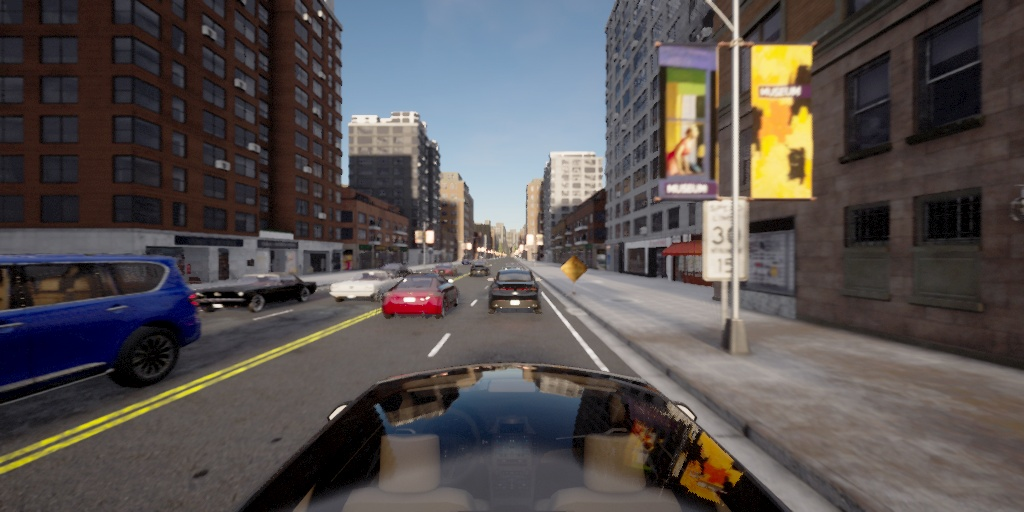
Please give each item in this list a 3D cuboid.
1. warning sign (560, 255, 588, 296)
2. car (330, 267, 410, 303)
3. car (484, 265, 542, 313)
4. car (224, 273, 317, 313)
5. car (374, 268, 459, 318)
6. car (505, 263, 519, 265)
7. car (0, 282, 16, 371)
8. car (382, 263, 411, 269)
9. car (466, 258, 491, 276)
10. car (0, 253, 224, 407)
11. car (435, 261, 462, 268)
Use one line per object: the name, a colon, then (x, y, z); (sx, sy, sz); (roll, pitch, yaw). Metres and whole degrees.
warning sign: (2.851, 0.873, 16.519); (1.300, 1.860, 1.060); (0, 0, 0)
car: (-6.597, 1.359, 16.934); (1.895, 1.301, 4.718); (0, 0, 0)
car: (0.101, 1.261, 14.006); (1.837, 1.490, 4.892); (0, 0, 0)
car: (-9.844, 1.357, 14.191); (1.895, 1.301, 4.718); (0, 0, 0)
car: (-3.150, 1.319, 13.041); (1.994, 1.385, 4.181); (0, 0, 0)
car: (0.040, 1.375, 37.435); (1.895, 1.301, 4.718); (0, 0, 1)
car: (-9.848, 1.229, 3.935); (1.882, 1.535, 5.008); (0, 0, 0)
car: (-9.819, 1.315, 29.742); (2.033, 1.411, 5.357); (0, 0, 0)
car: (-3.212, 1.279, 36.959); (1.837, 1.490, 4.892); (0, 0, 1)
car: (-6.587, 0.972, 4.028); (2.150, 2.045, 5.566); (0, 0, 0)
car: (-6.525, 1.336, 35.279); (1.994, 1.385, 4.181); (0, 0, 0)
